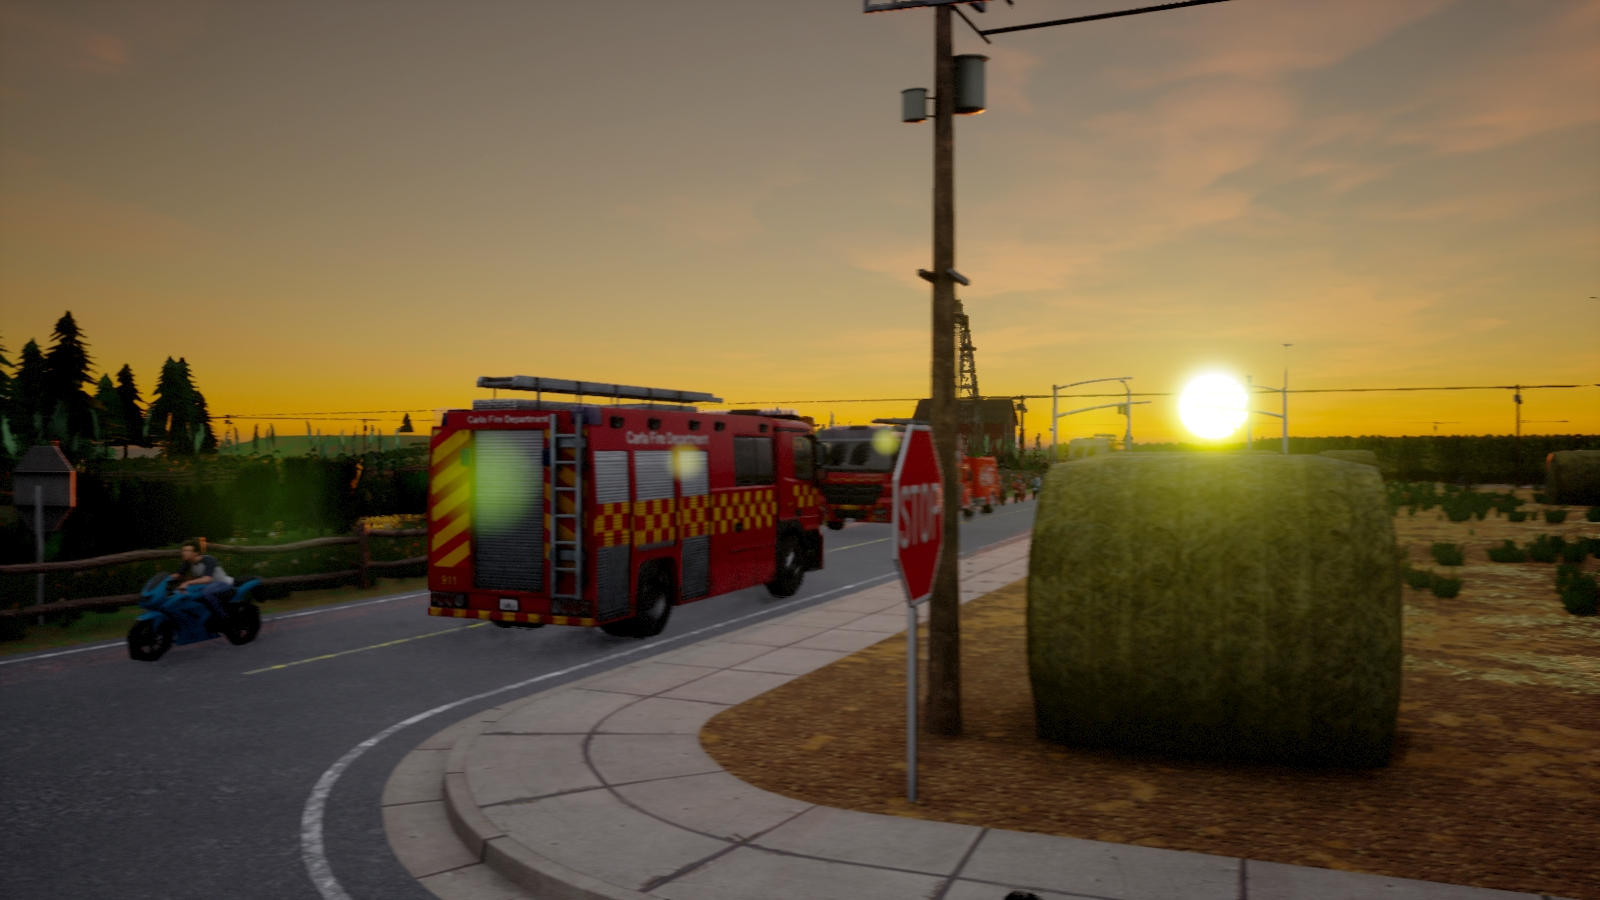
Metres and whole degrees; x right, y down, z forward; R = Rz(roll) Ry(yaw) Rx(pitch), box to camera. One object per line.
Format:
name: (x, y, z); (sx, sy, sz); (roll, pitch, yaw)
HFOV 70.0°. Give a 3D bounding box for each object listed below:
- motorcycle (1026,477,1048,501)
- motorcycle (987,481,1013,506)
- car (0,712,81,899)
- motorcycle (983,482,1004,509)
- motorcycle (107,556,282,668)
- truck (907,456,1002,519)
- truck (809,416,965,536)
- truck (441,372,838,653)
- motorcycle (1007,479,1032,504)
motorcycle: (12.987, 2.120, 62.568); (0.803, 1.199, 2.033); (0, 0, 24)
motorcycle: (9.684, 2.116, 55.323); (0.803, 1.199, 2.033); (-2, -3, 23)
car: (-6.114, 2.051, 5.063); (4.792, 1.488, 2.163); (0, 0, 12)
motorcycle: (9.087, 2.138, 53.628); (0.803, 1.199, 2.033); (1, 0, 15)
motorcycle: (-8.143, 2.146, 15.479); (0.803, 1.199, 2.033); (0, 0, 24)
truck: (6.638, 1.510, 48.431); (2.627, 2.467, 5.204); (0, 0, 24)
truck: (3.350, 0.837, 41.142); (2.891, 3.827, 8.468); (0, 0, 24)
truck: (-2.242, 0.847, 20.044); (2.891, 3.827, 8.468); (0, 0, 24)
motorcycle: (11.286, 2.122, 58.788); (0.803, 1.199, 2.033); (0, 0, 24)
